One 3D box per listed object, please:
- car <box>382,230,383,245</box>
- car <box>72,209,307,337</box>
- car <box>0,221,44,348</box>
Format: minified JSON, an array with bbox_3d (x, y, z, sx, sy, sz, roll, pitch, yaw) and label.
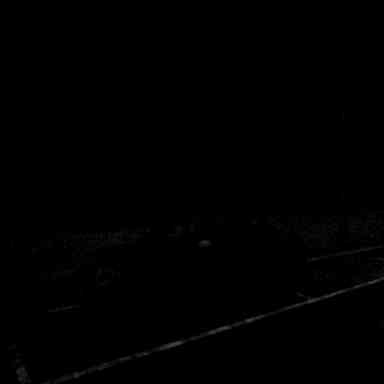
[{"bbox_3d":[9.395,1.444,13.349,4.097,1.590,1.967,0,0,-36],"label":"car"},{"bbox_3d":[0.262,1.316,6.833,5.009,1.841,2.192,0,0,-36],"label":"car"},{"bbox_3d":[-4.304,1.315,3.575,5.009,1.841,2.192,0,0,-36],"label":"car"}]
